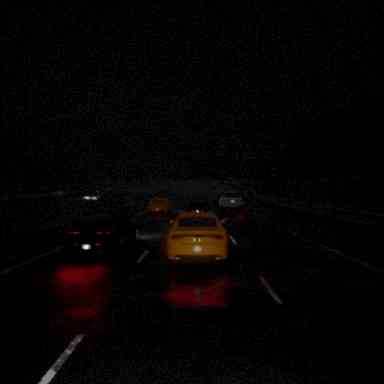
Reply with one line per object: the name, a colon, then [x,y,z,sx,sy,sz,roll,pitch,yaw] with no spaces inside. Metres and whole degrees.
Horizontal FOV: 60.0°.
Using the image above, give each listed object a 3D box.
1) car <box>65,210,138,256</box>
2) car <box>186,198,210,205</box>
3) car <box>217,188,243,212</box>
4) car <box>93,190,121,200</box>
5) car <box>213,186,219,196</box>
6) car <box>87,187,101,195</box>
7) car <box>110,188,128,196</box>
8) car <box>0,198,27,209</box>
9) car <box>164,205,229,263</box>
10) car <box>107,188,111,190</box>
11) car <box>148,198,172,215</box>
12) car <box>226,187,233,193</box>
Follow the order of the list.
car: [-3.305,1.464,12.897,1.837,1.490,4.892,0,0,1]
car: [0.520,1.331,29.906,1.837,1.490,4.892,0,1,1]
car: [4.044,0.917,34.853,2.150,2.045,5.566,0,1,2]
car: [-12.926,0.933,50.702,2.033,1.411,5.357,0,2,3]
car: [5.829,0.134,72.972,1.882,1.535,5.008,0,2,3]
car: [-21.553,-0.344,73.660,2.097,1.767,4.553,0,2,0]
car: [-15.303,0.096,71.354,2.097,1.767,4.553,0,2,3]
car: [-17.151,1.321,30.767,1.837,1.490,4.892,0,1,2]
car: [0.183,1.442,11.833,1.882,1.535,5.008,0,0,1]
car: [-18.531,-0.151,76.067,1.812,1.442,4.674,0,2,3]
car: [-2.945,1.285,31.237,1.882,1.535,5.008,0,1,2]
car: [10.554,-0.713,93.604,1.837,1.490,4.892,0,3,3]
